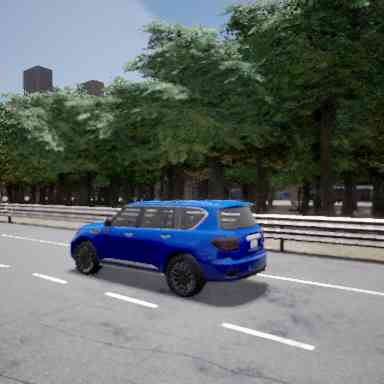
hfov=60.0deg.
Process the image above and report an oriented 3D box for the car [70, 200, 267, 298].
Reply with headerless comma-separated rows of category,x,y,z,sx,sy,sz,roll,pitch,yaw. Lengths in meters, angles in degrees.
car,-0.837,1.222,8.769,5.566,2.045,2.150,0,0,36
